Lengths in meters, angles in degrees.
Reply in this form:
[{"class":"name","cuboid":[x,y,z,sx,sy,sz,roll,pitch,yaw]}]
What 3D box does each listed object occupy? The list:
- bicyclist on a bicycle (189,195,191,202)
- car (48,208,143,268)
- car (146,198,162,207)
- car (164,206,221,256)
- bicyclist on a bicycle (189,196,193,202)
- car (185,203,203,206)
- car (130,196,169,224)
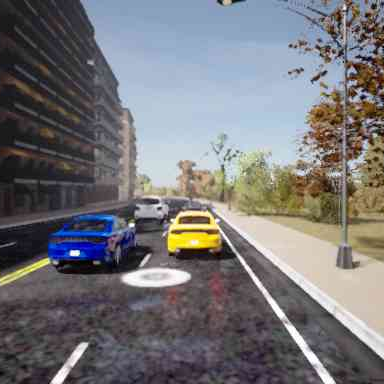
[{"class":"bicyclist on a bicycle","cuboid":[-0.570,1.817,92.917,0.659,1.776,1.843,0,0,-4]},{"class":"car","cuboid":[-3.161,1.531,11.578,1.882,1.535,5.008,0,0,1]},{"class":"car","cuboid":[-6.467,1.771,56.938,2.128,1.511,4.902,0,0,-1]},{"class":"car","cuboid":[0.118,1.541,13.545,1.882,1.535,5.008,0,0,1]},{"class":"bicyclist on a bicycle","cuboid":[0.000,1.859,83.864,0.582,1.620,1.656,0,-1,-3]},{"class":"car","cuboid":[0.186,1.623,27.427,2.128,1.511,4.902,0,0,1]},{"class":"car","cuboid":[-3.084,1.348,26.330,2.150,2.045,5.566,0,0,1]}]
